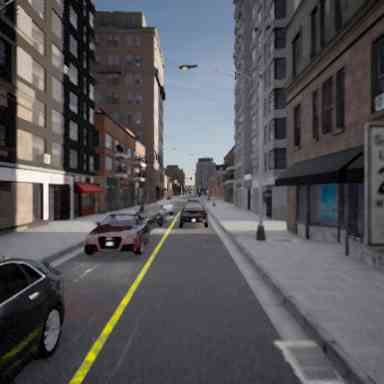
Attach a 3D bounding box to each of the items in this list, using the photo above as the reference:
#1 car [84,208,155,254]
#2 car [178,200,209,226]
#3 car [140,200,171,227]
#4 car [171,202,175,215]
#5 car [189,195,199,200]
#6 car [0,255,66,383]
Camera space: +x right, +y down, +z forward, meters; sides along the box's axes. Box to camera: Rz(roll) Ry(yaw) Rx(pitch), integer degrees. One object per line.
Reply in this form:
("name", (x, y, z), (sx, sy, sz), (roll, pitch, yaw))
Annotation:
("car", (-2.795, 1.570, 13.274), (1.994, 1.385, 4.181), (0, 0, 0))
("car", (0.112, 1.517, 23.287), (1.837, 1.490, 4.892), (0, 0, 0))
("car", (-2.780, 1.519, 23.098), (1.837, 1.490, 4.892), (0, 0, 1))
("car", (-2.773, 1.551, 33.727), (1.812, 1.442, 4.674), (0, 0, 1))
("car", (0.284, 1.551, 47.375), (1.837, 1.490, 4.892), (0, 0, 1))
("car", (-2.812, 1.507, 3.191), (1.837, 1.490, 4.892), (0, 0, 0))
